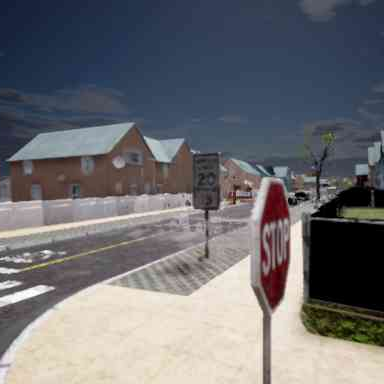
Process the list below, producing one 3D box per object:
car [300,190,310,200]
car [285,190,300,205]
[{"bbox_3d":[16.196,0.415,49.119,1.837,1.490,4.892,-1,1,26],"label":"car"},{"bbox_3d":[10.524,0.741,37.347,1.994,1.385,4.181,-1,1,26],"label":"car"}]
